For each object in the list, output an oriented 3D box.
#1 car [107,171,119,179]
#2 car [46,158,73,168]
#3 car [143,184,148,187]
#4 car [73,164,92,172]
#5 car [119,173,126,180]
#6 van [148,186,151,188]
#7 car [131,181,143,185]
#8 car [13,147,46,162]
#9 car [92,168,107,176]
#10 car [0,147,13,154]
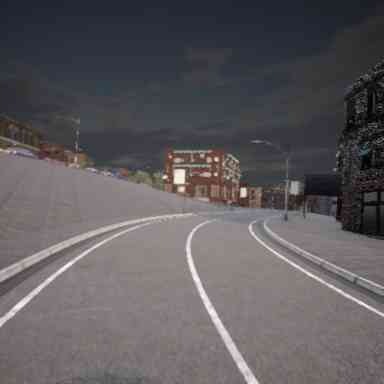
[{"bbox_3d":[-16.014,-3.021,62.101,2.185,1.767,4.553,3,-3,10],"label":"car"},{"bbox_3d":[-19.214,-3.871,45.859,2.163,1.488,4.792,2,-3,14],"label":"car"},{"bbox_3d":[-13.368,-1.310,84.069,2.002,1.452,4.674,3,-4,5],"label":"car"},{"bbox_3d":[-18.033,-3.529,51.240,2.002,1.452,4.674,2,-3,12],"label":"car"},{"bbox_3d":[-15.150,-2.781,67.640,2.435,2.045,5.566,3,-3,9],"label":"car"},{"bbox_3d":[-12.931,-1.135,89.727,1.878,1.987,4.442,3,-4,4],"label":"van"},{"bbox_3d":[-13.863,-1.722,78.564,2.002,1.452,4.674,3,-4,6],"label":"car"},{"bbox_3d":[-20.539,-4.375,40.307,2.185,1.767,4.553,2,-3,15],"label":"car"},{"bbox_3d":[-16.984,-3.245,56.552,2.231,1.521,4.892,2,-3,11],"label":"car"},{"bbox_3d":[-21.957,-4.592,34.971,2.097,1.535,5.008,2,-3,16],"label":"car"}]
